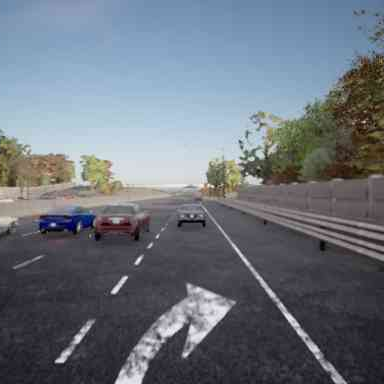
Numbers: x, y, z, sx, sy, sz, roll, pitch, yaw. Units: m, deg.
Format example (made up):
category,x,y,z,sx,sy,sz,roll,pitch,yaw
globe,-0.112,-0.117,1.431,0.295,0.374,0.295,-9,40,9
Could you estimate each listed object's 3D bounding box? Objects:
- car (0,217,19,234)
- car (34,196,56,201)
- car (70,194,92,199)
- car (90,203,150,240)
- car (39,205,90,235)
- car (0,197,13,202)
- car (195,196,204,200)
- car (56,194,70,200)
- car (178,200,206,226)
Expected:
category,x,y,z,sx,sy,sz,roll,pitch,yaw
car,-10.400,1.605,16.101,1.895,1.301,4.718,0,0,0
car,-28.005,1.587,62.437,1.837,1.490,4.892,0,0,0
car,-21.006,1.331,64.276,2.150,2.045,5.566,0,0,0
car,-3.402,1.357,17.081,2.097,1.767,4.553,0,0,0
car,-6.898,1.484,19.006,1.882,1.535,5.008,0,0,0
car,-31.507,1.604,55.217,1.812,1.442,4.674,0,1,0
car,2.016,1.810,91.982,1.812,1.442,4.674,0,-1,14
car,-24.506,1.334,64.167,2.150,2.045,5.566,0,0,0
car,-0.002,1.559,23.400,2.033,1.411,5.357,0,0,0
